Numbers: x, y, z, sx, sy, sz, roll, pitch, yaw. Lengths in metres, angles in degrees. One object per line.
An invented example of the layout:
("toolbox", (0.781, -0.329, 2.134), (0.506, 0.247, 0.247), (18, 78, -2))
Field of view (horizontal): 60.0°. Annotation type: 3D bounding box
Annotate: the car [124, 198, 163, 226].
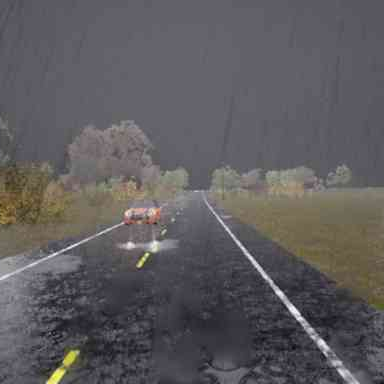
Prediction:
("car", (-3.248, 1.308, 22.932), (2.097, 1.767, 4.553), (-2, 0, 1))
